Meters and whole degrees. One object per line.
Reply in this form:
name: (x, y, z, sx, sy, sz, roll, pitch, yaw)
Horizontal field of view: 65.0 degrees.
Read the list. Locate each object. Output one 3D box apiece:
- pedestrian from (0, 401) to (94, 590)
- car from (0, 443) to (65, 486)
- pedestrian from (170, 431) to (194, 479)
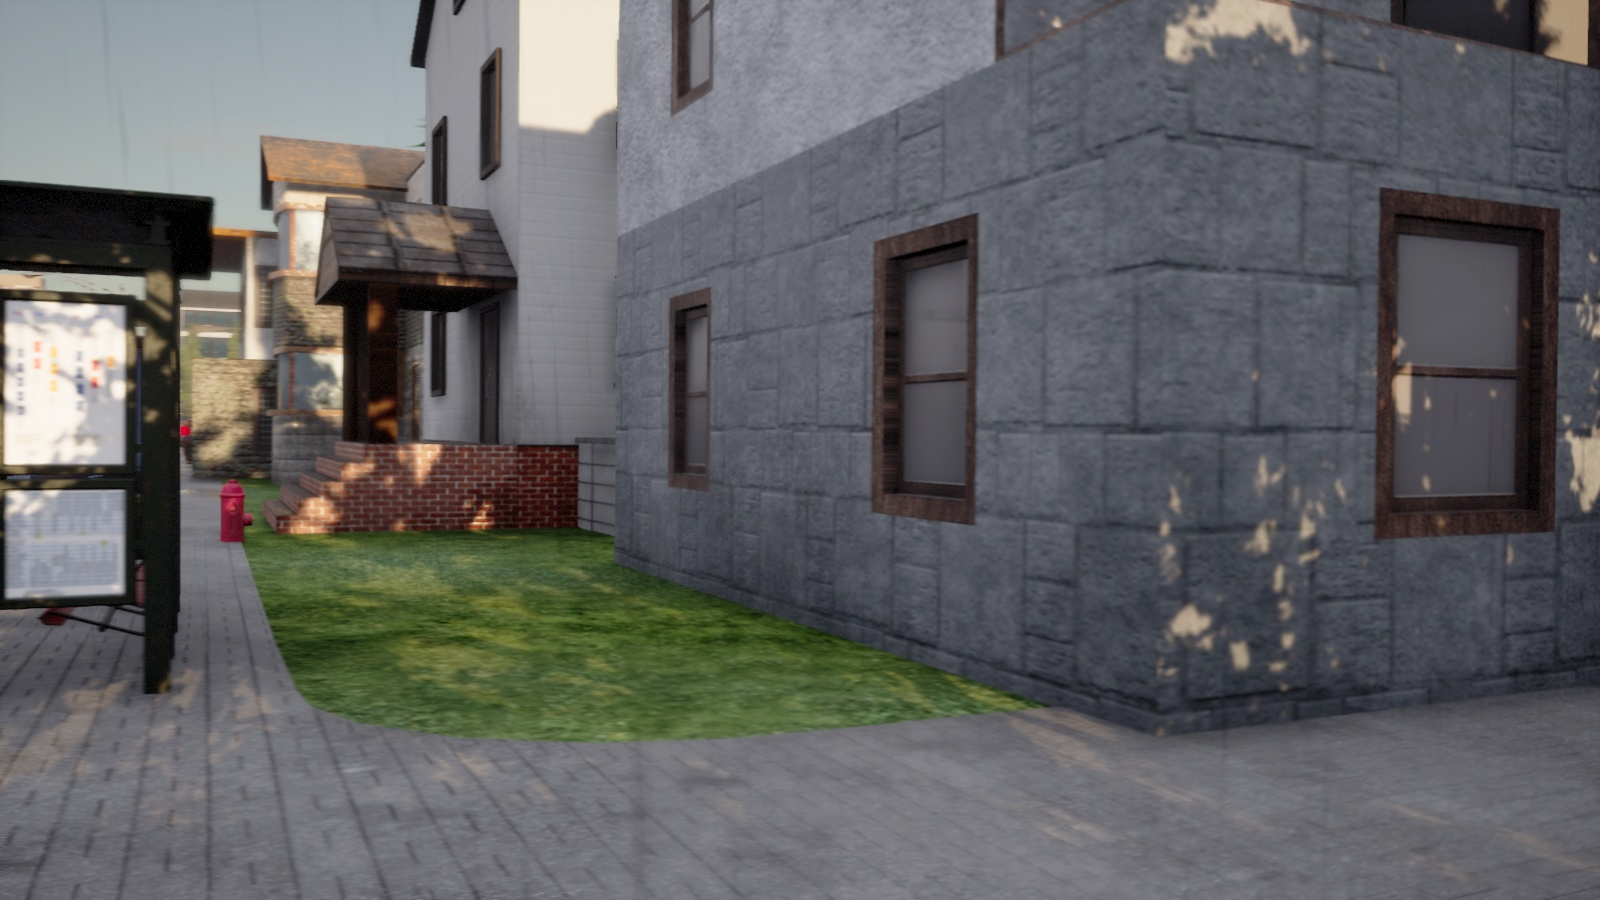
pedestrian: (-7.786, 0.440, 12.836, 0.874, 1.855, 0.900, -1, 1, -24)
car: (-29.216, 0.521, 47.822, 1.789, 1.549, 3.705, -1, 1, -26)
pedestrian: (-24.077, 0.176, 48.918, 0.634, 1.844, 0.899, -1, 1, -13)
